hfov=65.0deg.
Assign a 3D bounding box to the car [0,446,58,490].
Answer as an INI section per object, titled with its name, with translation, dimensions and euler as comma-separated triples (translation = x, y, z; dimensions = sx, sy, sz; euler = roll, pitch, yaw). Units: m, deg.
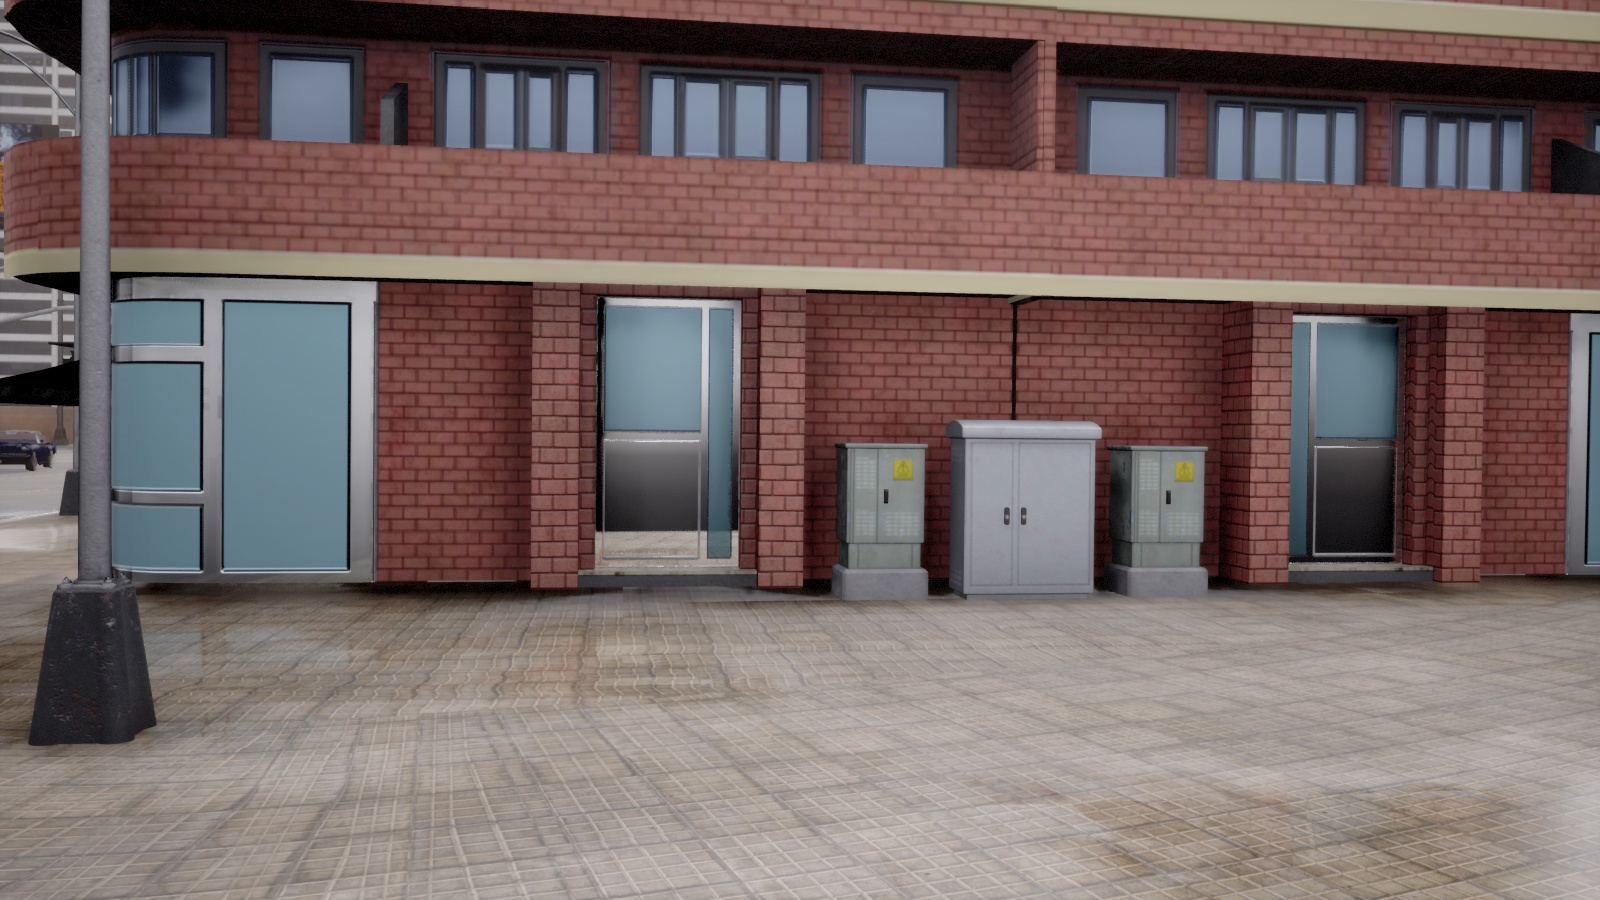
[car]
translation = -25.794, 0.564, 41.086
dimensions = 1.895, 1.301, 4.718
euler = -1, 1, -22
